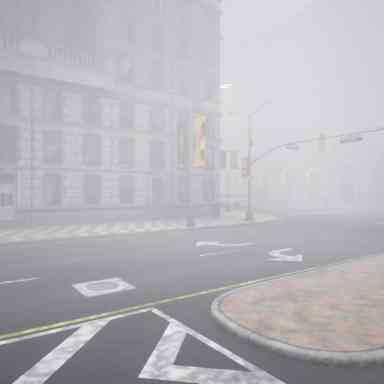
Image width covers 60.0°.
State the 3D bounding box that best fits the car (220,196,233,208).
[{"bbox_3d":[3.163,1.563,45.624,1.994,1.385,4.181,0,0,-36],"label":"car"}]

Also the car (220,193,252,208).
[{"bbox_3d":[6.059,1.221,47.593,2.150,2.045,5.566,0,0,-36],"label":"car"}]
